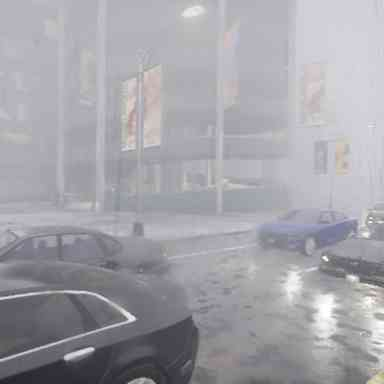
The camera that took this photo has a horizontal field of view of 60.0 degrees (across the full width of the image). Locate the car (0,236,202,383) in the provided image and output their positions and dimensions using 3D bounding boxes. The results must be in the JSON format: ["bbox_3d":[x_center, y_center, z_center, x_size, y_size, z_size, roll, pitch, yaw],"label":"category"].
[{"bbox_3d":[-2.121,1.432,2.607,4.892,1.490,1.837,0,1,-40],"label":"car"}]

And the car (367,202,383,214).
[{"bbox_3d":[11.790,1.373,19.917,1.837,1.490,4.892,1,1,38],"label":"car"}]

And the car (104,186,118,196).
[{"bbox_3d":[-16.058,-0.098,62.470,2.435,2.045,5.566,0,1,-40],"label":"car"}]

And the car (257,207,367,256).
[{"bbox_3d":[4.523,1.350,12.687,5.008,1.535,1.882,0,1,-41],"label":"car"}]

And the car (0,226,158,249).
[{"bbox_3d":[-2.932,1.407,6.452,5.357,1.411,2.033,0,1,-39],"label":"car"}]

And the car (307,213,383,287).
[{"bbox_3d":[5.539,1.488,8.928,5.357,1.411,2.033,0,1,-40],"label":"car"}]
